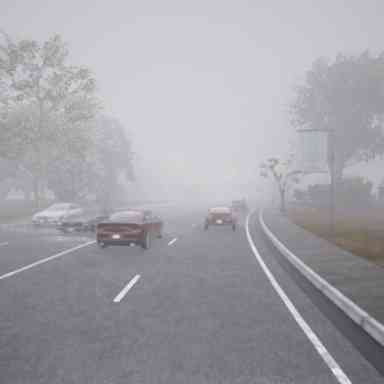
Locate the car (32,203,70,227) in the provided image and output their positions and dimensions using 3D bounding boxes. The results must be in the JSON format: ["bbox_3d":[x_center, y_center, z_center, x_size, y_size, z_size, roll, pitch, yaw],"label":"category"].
[{"bbox_3d":[-8.723,1.474,22.376,1.812,1.442,4.674,0,0,9],"label":"car"}]

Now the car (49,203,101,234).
[{"bbox_3d":[-5.670,1.511,19.227,2.033,1.411,5.357,0,0,8],"label":"car"}]

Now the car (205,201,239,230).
[{"bbox_3d":[1.895,1.517,21.223,1.812,1.442,4.674,0,0,8],"label":"car"}]

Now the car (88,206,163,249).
[{"bbox_3d":[-2.501,1.458,14.456,1.882,1.535,5.008,0,0,5],"label":"car"}]

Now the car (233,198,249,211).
[{"bbox_3d":[5.895,1.470,41.259,2.128,1.511,4.902,0,0,13],"label":"car"}]
